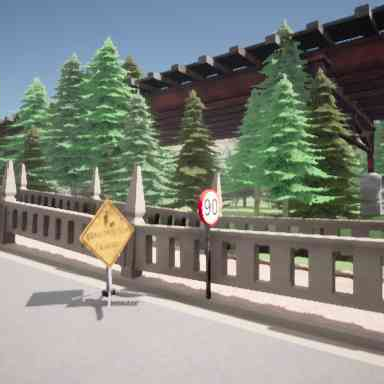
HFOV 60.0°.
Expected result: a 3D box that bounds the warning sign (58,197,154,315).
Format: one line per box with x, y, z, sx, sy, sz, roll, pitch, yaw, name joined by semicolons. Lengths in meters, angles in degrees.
-1.578;1.063;6.245;1.060;1.860;1.300;-1;1;35;warning sign
